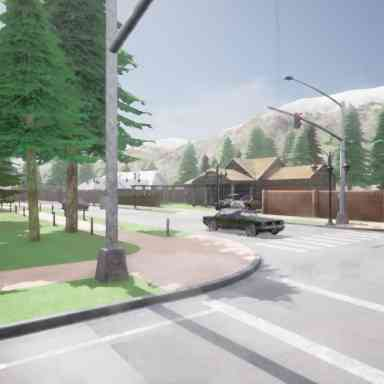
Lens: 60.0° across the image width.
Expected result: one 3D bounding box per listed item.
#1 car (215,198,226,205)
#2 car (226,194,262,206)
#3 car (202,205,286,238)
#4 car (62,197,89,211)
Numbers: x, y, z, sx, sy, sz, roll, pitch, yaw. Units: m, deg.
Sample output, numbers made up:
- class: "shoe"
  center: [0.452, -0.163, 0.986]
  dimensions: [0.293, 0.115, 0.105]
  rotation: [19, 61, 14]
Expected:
- class: "car"
  center: [4.361, 1.161, 36.545]
  dimensions: [3.866, 1.878, 1.905]
  rotation: [0, 0, -37]
- class: "car"
  center: [6.182, 1.159, 34.769]
  dimensions: [4.605, 1.855, 1.932]
  rotation: [0, 0, -37]
- class: "car"
  center: [2.682, 1.587, 18.026]
  dimensions: [1.895, 1.301, 4.718]
  rotation: [0, 0, -37]
- class: "car"
  center: [-14.130, 1.338, 40.309]
  dimensions: [2.097, 1.767, 4.553]
  rotation: [0, 0, -38]
